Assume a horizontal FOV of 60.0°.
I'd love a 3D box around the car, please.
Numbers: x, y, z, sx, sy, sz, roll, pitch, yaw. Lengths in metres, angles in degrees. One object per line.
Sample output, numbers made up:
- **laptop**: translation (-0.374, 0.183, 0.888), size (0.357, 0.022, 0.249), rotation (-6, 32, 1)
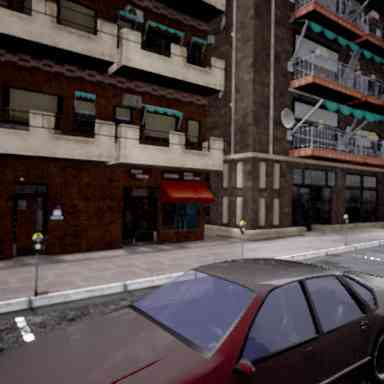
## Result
- **car**: translation (0.691, 1.566, 3.869), size (5.357, 1.411, 2.033), rotation (0, 0, -35)
